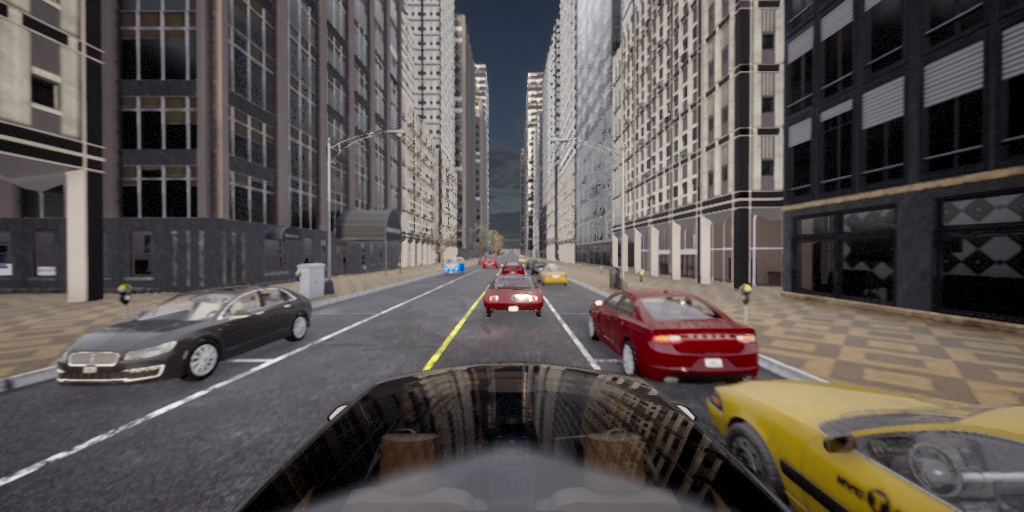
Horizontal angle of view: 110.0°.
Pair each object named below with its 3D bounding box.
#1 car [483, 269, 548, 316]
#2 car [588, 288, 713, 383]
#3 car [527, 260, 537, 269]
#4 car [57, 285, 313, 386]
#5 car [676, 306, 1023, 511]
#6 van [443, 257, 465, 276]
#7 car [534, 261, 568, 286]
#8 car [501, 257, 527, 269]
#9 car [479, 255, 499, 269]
[{"bbox_3d":[0.068,1.321,13.166,1.895,1.301,4.718,0,0,0],"label":"car"},{"bbox_3d":[2.692,1.282,7.015,1.888,1.381,4.507,0,0,0],"label":"car"},{"bbox_3d":[2.704,1.218,35.508,1.948,1.339,4.313,0,0,0],"label":"car"},{"bbox_3d":[-5.688,1.287,7.021,2.007,1.370,4.403,0,0,0],"label":"car"},{"bbox_3d":[2.690,1.276,1.487,1.751,1.417,4.829,0,0,0],"label":"car"},{"bbox_3d":[-5.677,0.993,35.515,1.690,1.789,3.998,0,0,0],"label":"van"},{"bbox_3d":[2.699,1.214,24.281,1.751,1.417,4.829,0,0,0],"label":"car"},{"bbox_3d":[0.090,1.144,31.137,1.882,1.535,5.008,0,0,0],"label":"car"},{"bbox_3d":[-3.064,0.818,51.339,2.150,2.045,5.566,0,0,0],"label":"car"}]
